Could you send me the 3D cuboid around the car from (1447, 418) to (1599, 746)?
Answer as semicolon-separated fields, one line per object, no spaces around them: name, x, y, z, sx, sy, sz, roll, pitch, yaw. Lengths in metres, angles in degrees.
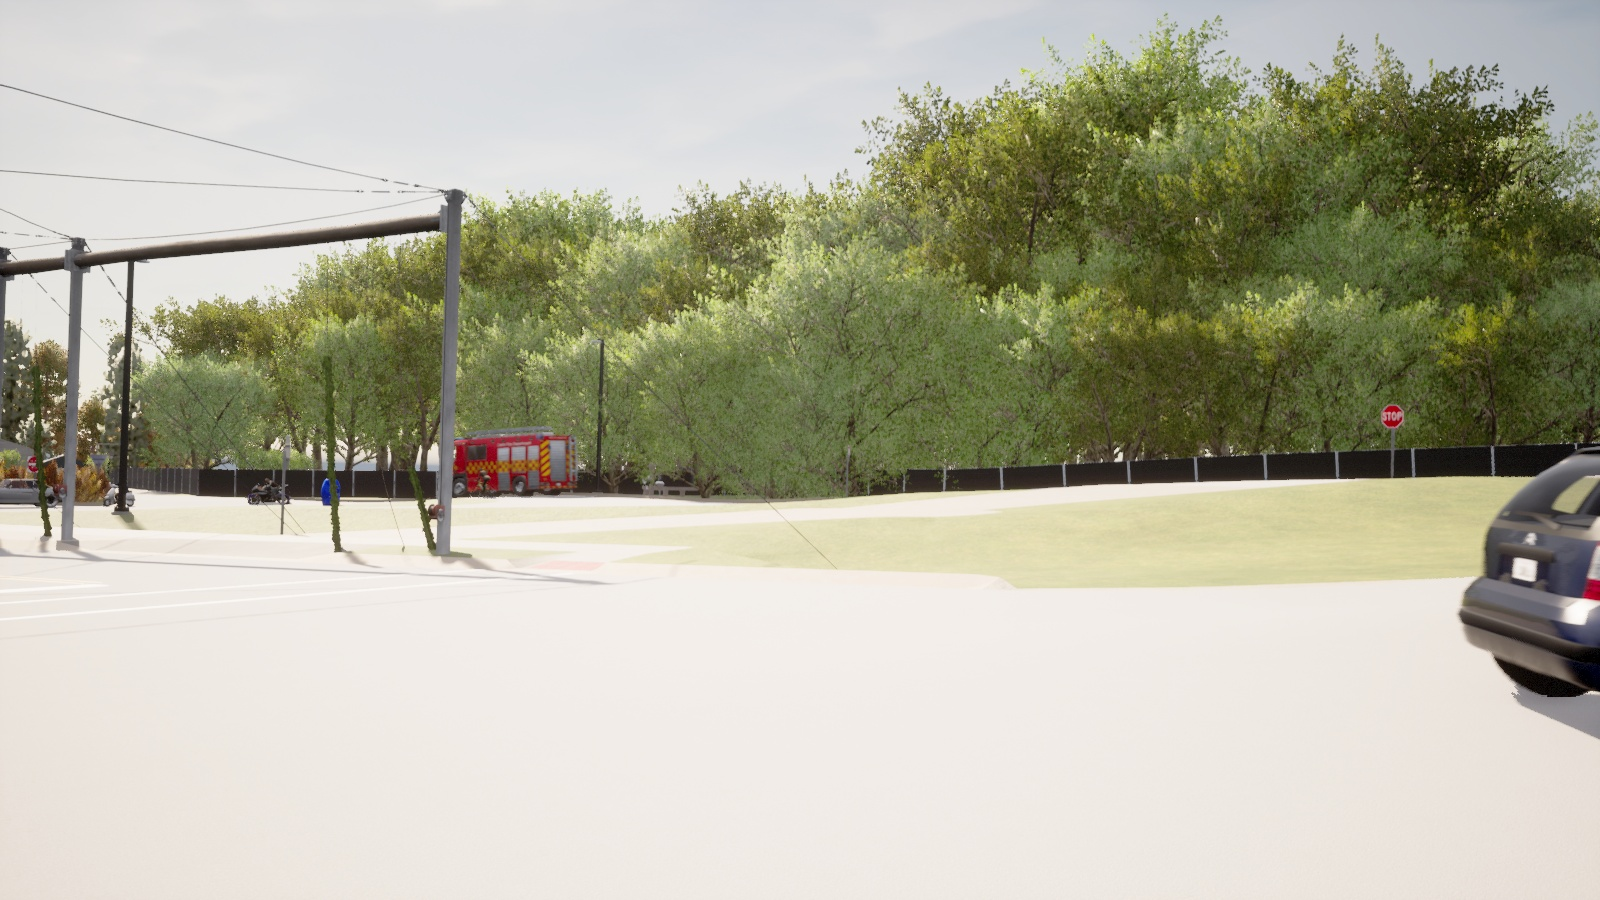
car;6.020;0.634;6.878;3.988;1.617;1.851;0;0;6

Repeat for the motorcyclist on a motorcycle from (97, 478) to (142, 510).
motorcyclist on a motorcycle;-34.729;2.266;64.140;0.866;1.590;1.817;0;-2;24

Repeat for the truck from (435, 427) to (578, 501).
truck;-16.824;0.872;71.727;8.468;3.827;2.891;-3;-2;34

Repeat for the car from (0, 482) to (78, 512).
car;-35.260;2.092;56.200;1.895;1.301;4.718;0;-2;45

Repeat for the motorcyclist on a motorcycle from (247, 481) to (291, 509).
motorcyclist on a motorcycle;-29.842;2.508;70.613;2.191;1.530;0.866;1;-2;-31
